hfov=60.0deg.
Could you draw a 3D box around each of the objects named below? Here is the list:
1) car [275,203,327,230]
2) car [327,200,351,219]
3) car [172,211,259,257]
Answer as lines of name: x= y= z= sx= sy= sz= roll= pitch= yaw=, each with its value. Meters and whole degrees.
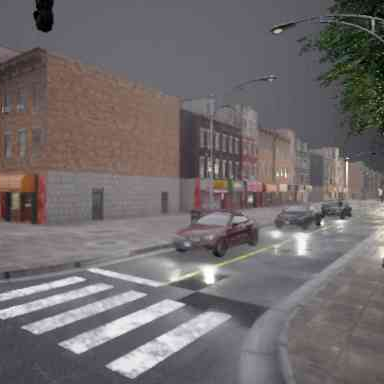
car: x=6.892 y=1.507 z=21.233 sx=1.812 sy=1.442 sz=4.674 roll=0 pitch=0 yaw=36
car: x=12.720 y=1.486 z=29.373 sx=1.837 sy=1.490 sz=4.892 roll=0 pitch=0 yaw=36
car: x=1.139 y=1.508 z=13.180 sx=1.812 sy=1.442 sz=4.674 roll=0 pitch=0 yaw=34
